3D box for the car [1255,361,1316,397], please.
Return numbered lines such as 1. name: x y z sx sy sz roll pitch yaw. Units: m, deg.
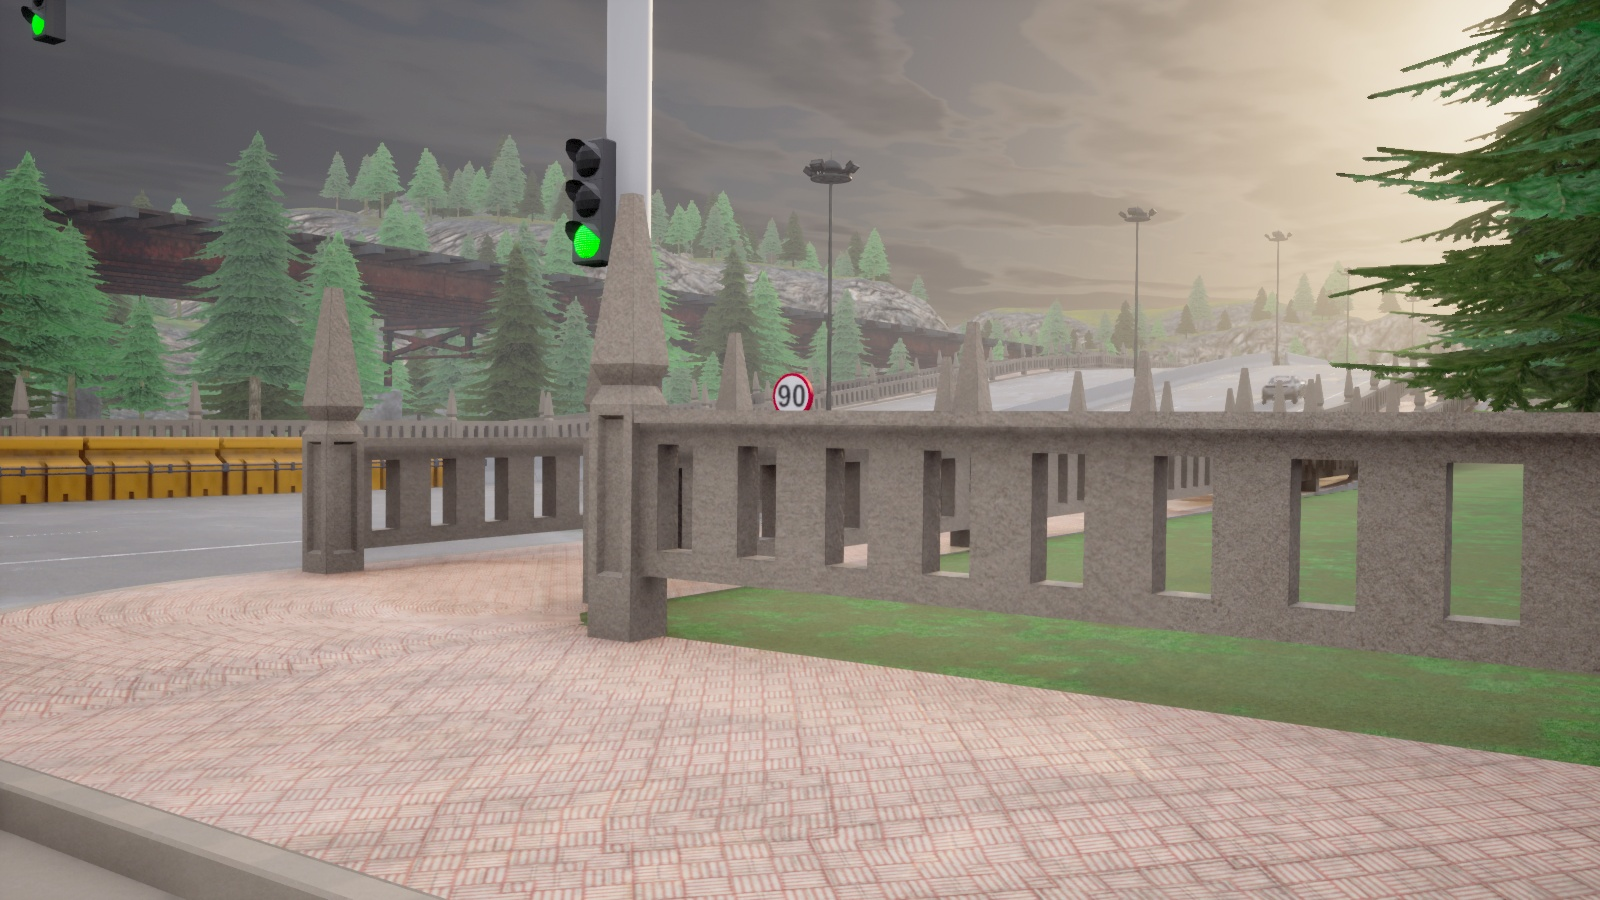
1. car: 27.202 -3.980 70.258 2.128 1.511 4.902 0 8 34
